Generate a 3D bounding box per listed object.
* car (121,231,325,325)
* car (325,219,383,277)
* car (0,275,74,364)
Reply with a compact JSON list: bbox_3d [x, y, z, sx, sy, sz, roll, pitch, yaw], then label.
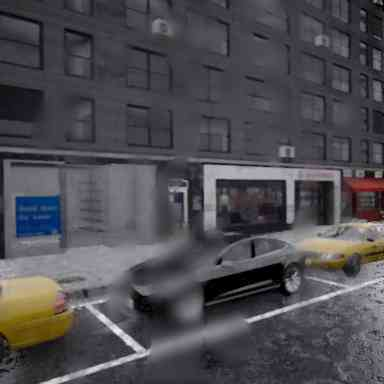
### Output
[{"bbox_3d":[0.657,1.569,7.130,4.313,1.339,1.947,0,-1,-36],"label":"car"},{"bbox_3d":[4.999,1.534,10.231,4.829,1.417,1.752,0,-1,-36],"label":"car"},{"bbox_3d":[-3.962,1.524,3.833,4.829,1.417,1.752,0,-1,-36],"label":"car"}]
